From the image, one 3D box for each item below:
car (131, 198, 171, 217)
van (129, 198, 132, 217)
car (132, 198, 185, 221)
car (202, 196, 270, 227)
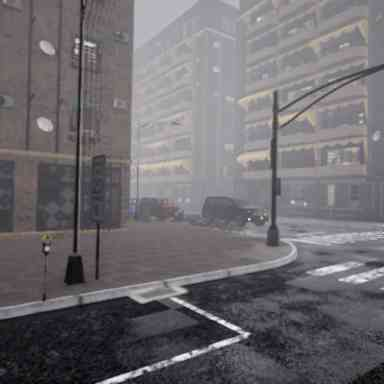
[{"bbox_3d":[-4.285,1.509,34.135,2.097,1.767,4.553,2,-1,-35],"label":"car"},{"bbox_3d":[-5.857,1.431,32.081,1.690,1.788,3.998,2,-1,-35],"label":"van"},{"bbox_3d":[-2.629,1.386,27.535,2.192,1.841,5.009,2,-1,-35],"label":"car"},{"bbox_3d":[2.960,1.339,23.919,2.150,2.045,5.566,2,-1,-36],"label":"car"}]
